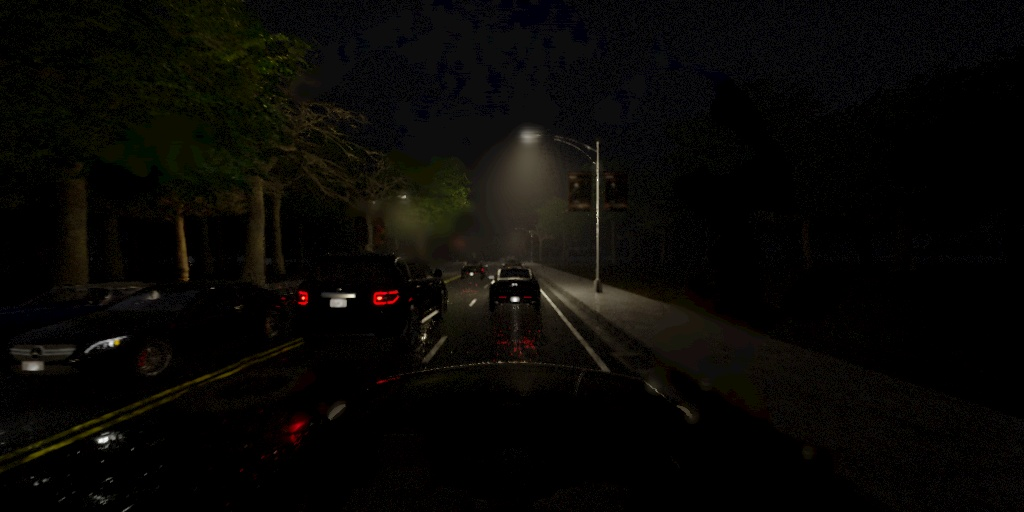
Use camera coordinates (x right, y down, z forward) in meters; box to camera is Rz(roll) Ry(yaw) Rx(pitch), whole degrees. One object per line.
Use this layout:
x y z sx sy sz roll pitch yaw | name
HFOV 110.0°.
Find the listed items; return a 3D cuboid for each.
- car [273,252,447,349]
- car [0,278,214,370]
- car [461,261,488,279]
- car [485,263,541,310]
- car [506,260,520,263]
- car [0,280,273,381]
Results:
-3.148 0.934 9.186 2.150 2.045 5.566 0 0 0 | car
-9.842 1.318 8.335 1.895 1.301 4.718 0 0 0 | car
-3.146 1.144 30.348 1.837 1.490 4.892 0 0 0 | car
0.103 1.195 14.448 1.837 1.490 4.892 0 0 0 | car
0.104 1.134 34.572 1.837 1.490 4.892 0 0 0 | car
-6.592 1.247 7.263 1.812 1.442 4.674 0 0 0 | car
